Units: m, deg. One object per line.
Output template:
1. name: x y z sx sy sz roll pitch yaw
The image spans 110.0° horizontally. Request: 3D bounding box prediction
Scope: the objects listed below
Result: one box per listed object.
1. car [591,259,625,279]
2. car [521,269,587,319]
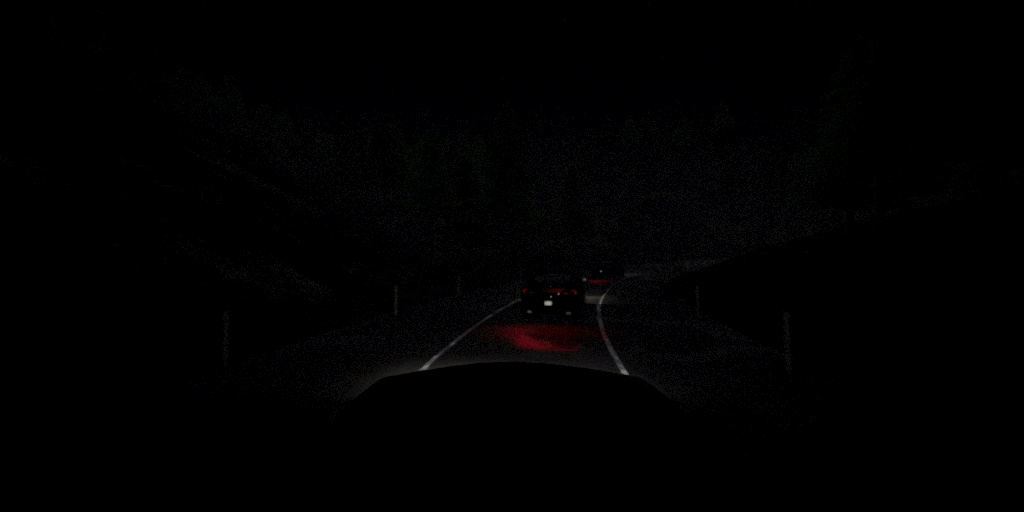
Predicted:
1. car: 8.067 0.986 29.942 1.882 1.535 5.008 0 1 28
2. car: 1.613 1.203 12.869 1.882 1.535 5.008 0 1 13
